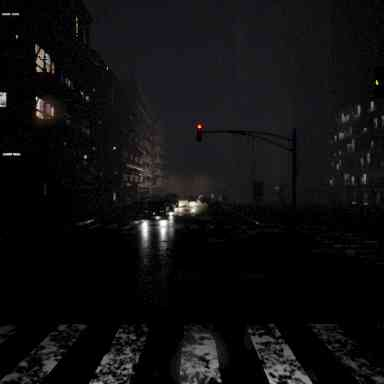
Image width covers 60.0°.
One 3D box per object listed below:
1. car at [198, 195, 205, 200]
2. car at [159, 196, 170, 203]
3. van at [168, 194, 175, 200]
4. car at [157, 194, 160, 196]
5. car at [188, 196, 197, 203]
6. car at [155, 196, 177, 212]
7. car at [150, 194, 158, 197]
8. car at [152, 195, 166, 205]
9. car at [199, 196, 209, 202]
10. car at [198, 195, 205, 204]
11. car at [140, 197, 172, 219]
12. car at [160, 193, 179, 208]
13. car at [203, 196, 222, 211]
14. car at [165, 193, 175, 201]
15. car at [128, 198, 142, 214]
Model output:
[{"bbox_3d":[2.689,1.534,92.053,1.752,1.417,4.829,-1,0,0],"label":"car"},{"bbox_3d":[-5.668,1.583,69.233,1.802,1.307,4.206,-1,0,0],"label":"car"},{"bbox_3d":[-5.661,1.350,91.828,1.690,1.788,3.998,-1,0,0],"label":"van"},{"bbox_3d":[-5.680,1.312,52.287,2.192,1.841,5.009,-1,0,0],"label":"car"},{"bbox_3d":[0.136,1.549,69.761,2.033,1.411,5.357,0,0,0],"label":"car"},{"bbox_3d":[-3.077,1.521,39.062,1.812,1.442,4.674,0,0,0],"label":"car"},{"bbox_3d":[-5.683,1.436,40.988,1.967,1.590,4.097,-1,0,0],"label":"car"},{"bbox_3d":[-5.675,1.438,57.935,1.967,1.590,4.097,-1,0,0],"label":"car"},{"bbox_3d":[2.682,1.547,74.936,1.887,1.381,4.507,-1,0,0],"label":"car"},{"bbox_3d":[2.676,1.551,63.637,2.008,1.369,4.403,-1,0,0],"label":"car"},{"bbox_3d":[-3.086,1.500,29.308,1.837,1.490,4.892,0,0,0],"label":"car"},{"bbox_3d":[-3.067,1.218,49.410,2.150,2.045,5.566,0,0,0],"label":"car"},{"bbox_3d":[2.665,1.540,41.042,1.887,1.381,4.507,-1,0,0],"label":"car"},{"bbox_3d":[-5.664,1.321,86.180,2.192,1.841,5.009,-1,0,0],"label":"car"},{"bbox_3d":[-5.684,1.540,35.339,1.887,1.381,4.507,-1,0,0],"label":"car"}]
